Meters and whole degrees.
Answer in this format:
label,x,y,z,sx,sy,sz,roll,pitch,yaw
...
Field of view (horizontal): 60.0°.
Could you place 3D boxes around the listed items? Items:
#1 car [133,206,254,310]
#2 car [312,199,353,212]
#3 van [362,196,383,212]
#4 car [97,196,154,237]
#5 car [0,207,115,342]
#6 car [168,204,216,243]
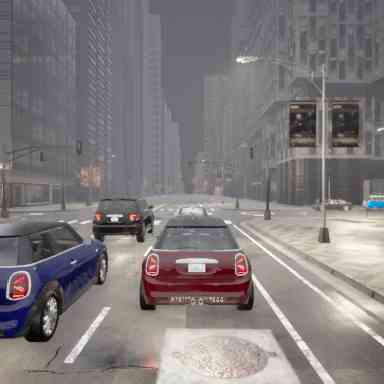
label,x,y,z,sx,sy,sz,roll,pitch,yaw
car,0.082,1.352,7.949,2.097,1.767,4.553,0,0,0
car,15.793,1.513,37.554,4.403,1.369,2.008,0,0,0
van,21.411,1.292,37.542,3.998,1.788,1.690,0,0,0
car,-3.186,1.222,16.341,2.150,2.045,5.566,0,0,0
car,-3.165,1.352,6.629,2.097,1.767,4.553,0,0,0
car,0.052,1.491,17.136,2.128,1.511,4.902,0,0,2
